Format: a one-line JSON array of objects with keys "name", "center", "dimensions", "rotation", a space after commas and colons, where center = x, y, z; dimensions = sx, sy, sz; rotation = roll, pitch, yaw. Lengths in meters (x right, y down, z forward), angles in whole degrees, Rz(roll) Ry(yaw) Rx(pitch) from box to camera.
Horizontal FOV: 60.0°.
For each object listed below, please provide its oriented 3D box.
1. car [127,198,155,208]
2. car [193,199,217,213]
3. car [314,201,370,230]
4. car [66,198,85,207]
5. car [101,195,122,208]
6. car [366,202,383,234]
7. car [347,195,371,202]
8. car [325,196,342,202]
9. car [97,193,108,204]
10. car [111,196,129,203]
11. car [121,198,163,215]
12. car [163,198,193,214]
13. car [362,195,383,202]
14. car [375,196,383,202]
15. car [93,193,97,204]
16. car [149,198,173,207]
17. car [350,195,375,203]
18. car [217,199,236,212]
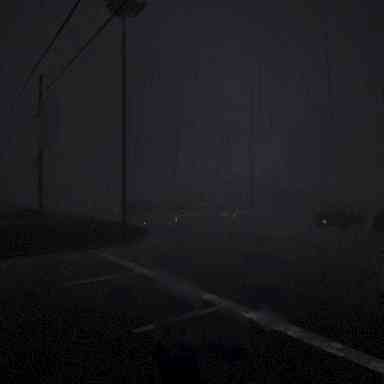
[{"name": "car", "center": [-7.715, 1.603, 50.251], "dimensions": [2.033, 1.411, 5.357], "rotation": [0, 0, -35]}, {"name": "car", "center": [0.336, 1.519, 38.746], "dimensions": [1.882, 1.535, 5.008], "rotation": [0, 0, -35]}, {"name": "car", "center": [9.424, 1.544, 21.041], "dimensions": [4.674, 1.442, 1.812], "rotation": [0, 0, -44]}, {"name": "car", "center": [-19.108, 1.613, 54.370], "dimensions": [2.033, 1.411, 5.357], "rotation": [0, 0, -35]}, {"name": "car", "center": [-11.464, 1.619, 49.513], "dimensions": [1.994, 1.385, 4.181], "rotation": [0, 0, -35]}, {"name": "car", "center": [11.618, 1.492, 18.303], "dimensions": [5.008, 1.535, 1.882], "rotation": [0, 0, -44]}, {"name": "car", "center": [37.959, 1.487, 75.863], "dimensions": [1.882, 1.535, 5.008], "rotation": [0, 0, -17]}, {"name": "car", "center": [33.477, 1.620, 78.756], "dimensions": [1.994, 1.385, 4.181], "rotation": [0, 0, -20]}, {"name": "car", "center": [-17.219, 1.209, 63.984], "dimensions": [2.150, 2.045, 5.566], "rotation": [0, 0, -35]}, {"name": "car", "center": [-14.370, 1.434, 66.016], "dimensions": [1.994, 1.385, 4.181], "rotation": [0, 0, -35]}, {"name": "car", "center": [-5.260, 1.541, 34.532], "dimensions": [1.837, 1.490, 4.892], "rotation": [0, 1, -35]}, {"name": "car", "center": [-2.578, 1.587, 36.802], "dimensions": [2.033, 1.411, 5.357], "rotation": [0, 0, -35]}, {"name": "car", "center": [41.483, 1.523, 76.161], "dimensions": [1.812, 1.442, 4.674], "rotation": [0, 0, -13]}, {"name": "car", "center": [39.084, 1.278, 65.312], "dimensions": [2.150, 2.045, 5.566], "rotation": [0, 0, 1]}, {"name": "car", "center": [-20.103, 1.268, 62.001], "dimensions": [2.033, 1.411, 5.357], "rotation": [0, 0, -35]}, {"name": "car", "center": [-4.905, 1.621, 52.355], "dimensions": [1.994, 1.385, 4.181], "rotation": [0, 0, -35]}, {"name": "car", "center": [35.478, 1.413, 68.912], "dimensions": [2.097, 1.767, 4.553], "rotation": [0, 0, -6]}, {"name": "car", "center": [3.286, 1.568, 40.638], "dimensions": [1.812, 1.442, 4.674], "rotation": [0, 0, -35]}]
